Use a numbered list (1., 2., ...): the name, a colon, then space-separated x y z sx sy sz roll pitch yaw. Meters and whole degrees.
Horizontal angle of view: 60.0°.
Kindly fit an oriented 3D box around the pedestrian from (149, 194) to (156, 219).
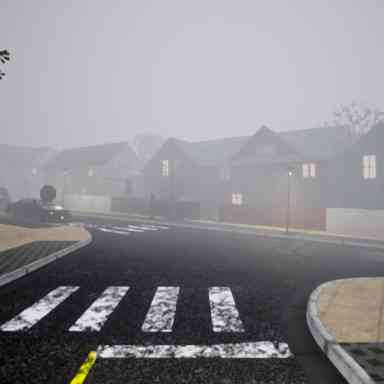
1. pedestrian: -3.015 1.086 24.955 0.375 1.860 0.375 -1 -5 32

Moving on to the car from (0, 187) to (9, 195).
1. car: -19.892 0.501 32.192 5.566 2.045 2.150 2 0 32

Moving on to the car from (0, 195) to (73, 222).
1. car: -10.571 1.173 22.796 5.357 1.411 2.033 2 0 32
